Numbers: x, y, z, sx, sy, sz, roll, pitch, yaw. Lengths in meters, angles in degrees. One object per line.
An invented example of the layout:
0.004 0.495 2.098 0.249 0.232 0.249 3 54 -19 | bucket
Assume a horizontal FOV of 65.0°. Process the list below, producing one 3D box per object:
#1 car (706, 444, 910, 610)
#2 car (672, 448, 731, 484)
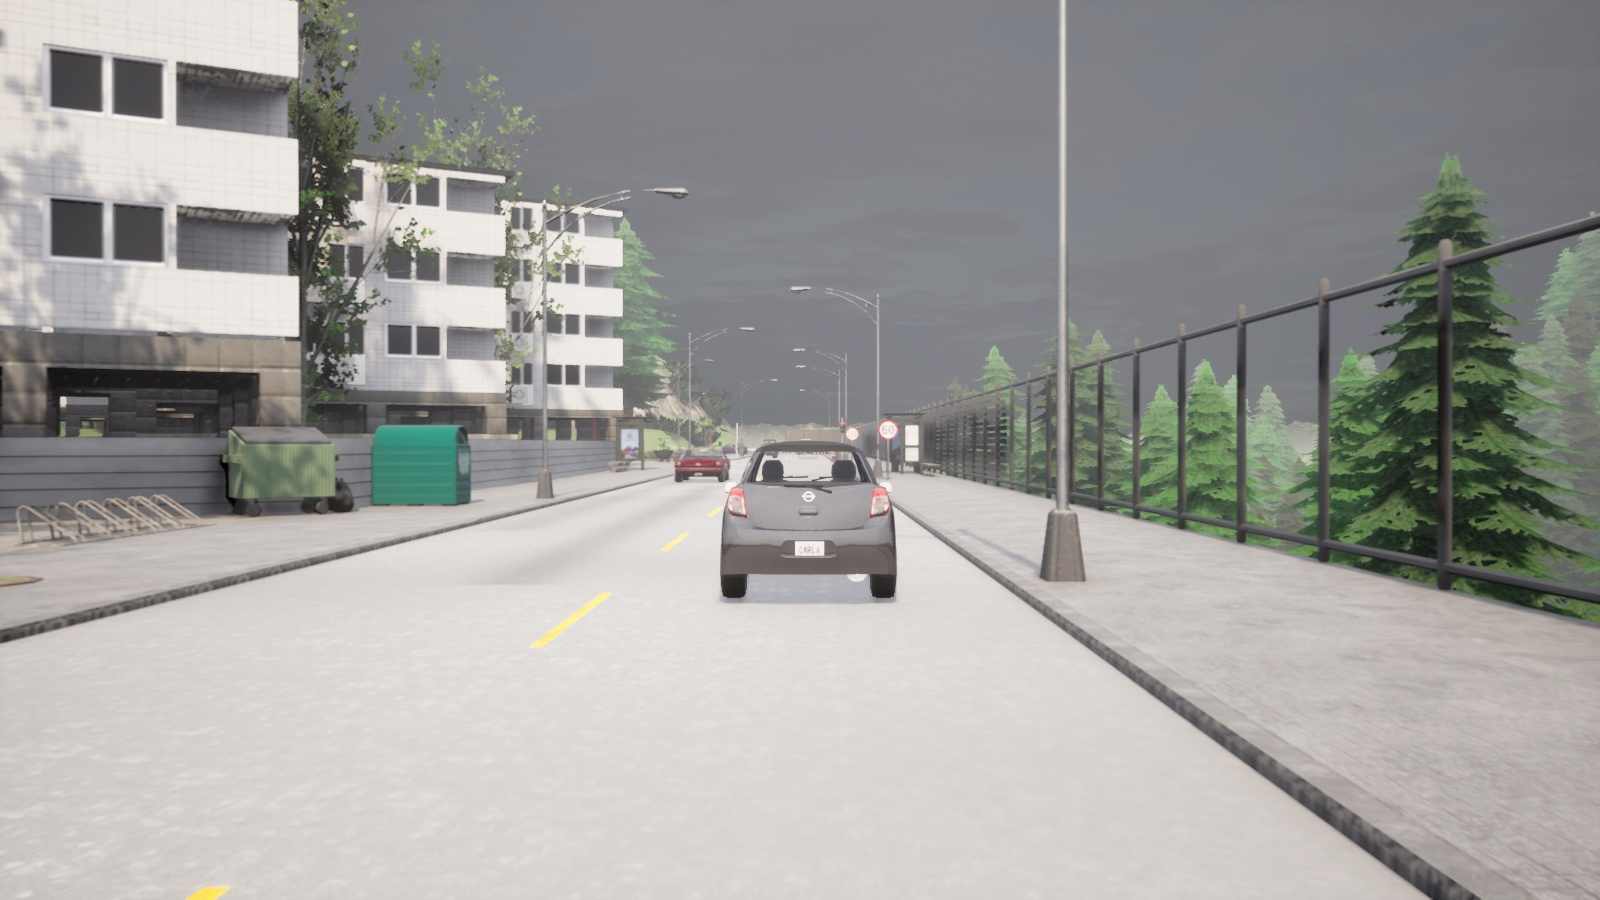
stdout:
0.085 0.686 13.191 1.845 1.501 3.633 0 0 0 | car
-3.727 0.572 48.179 1.895 1.301 4.718 0 0 0 | car
